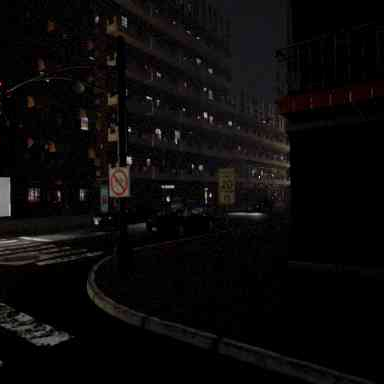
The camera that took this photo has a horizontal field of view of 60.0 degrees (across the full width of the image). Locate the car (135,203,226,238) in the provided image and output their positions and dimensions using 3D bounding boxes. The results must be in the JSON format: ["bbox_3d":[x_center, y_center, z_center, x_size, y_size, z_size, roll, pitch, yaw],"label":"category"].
[{"bbox_3d":[-0.433,1.435,16.780,2.008,1.369,4.403,-1,-1,36],"label":"car"}]

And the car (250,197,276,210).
[{"bbox_3d":[9.428,1.431,43.993,1.967,1.590,4.097,-1,-1,36],"label":"car"}]

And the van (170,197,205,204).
[{"bbox_3d":[-0.330,1.365,30.425,1.690,1.788,3.998,-1,-1,36],"label":"van"}]

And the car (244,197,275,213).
[{"bbox_3d":[7.458,1.478,37.012,1.812,1.442,4.674,-1,-1,36],"label":"car"}]

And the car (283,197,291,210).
[{"bbox_3d":[12.834,1.444,39.452,1.994,1.385,4.181,-1,-1,36],"label":"car"}]

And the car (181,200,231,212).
[{"bbox_3d":[1.404,1.574,28.608,1.895,1.301,4.718,-1,-1,36],"label":"car"}]

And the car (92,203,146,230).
[{"bbox_3d":[-4.063,1.486,21.028,2.128,1.511,4.902,-1,-1,35],"label":"car"}]
